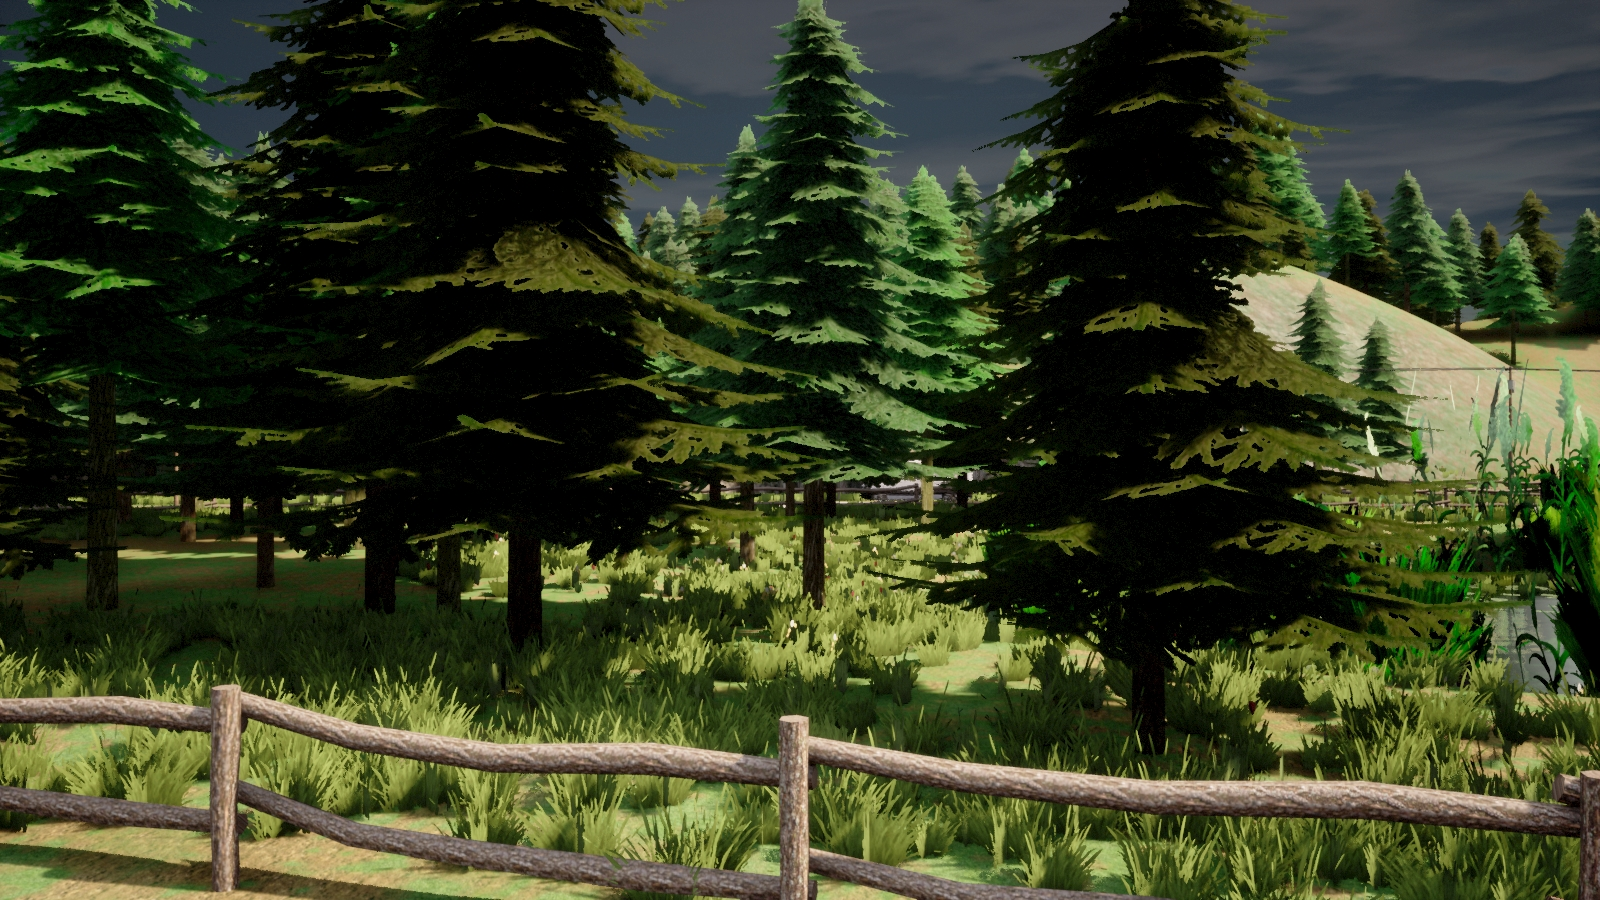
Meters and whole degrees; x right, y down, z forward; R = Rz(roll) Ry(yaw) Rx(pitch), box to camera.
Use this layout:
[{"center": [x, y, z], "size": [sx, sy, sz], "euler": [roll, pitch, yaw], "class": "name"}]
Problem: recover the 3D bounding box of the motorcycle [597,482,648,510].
[{"center": [-8.417, 2.178, 54.101], "size": [2.209, 1.251, 0.867], "euler": [0, 0, 14], "class": "motorcycle"}]
